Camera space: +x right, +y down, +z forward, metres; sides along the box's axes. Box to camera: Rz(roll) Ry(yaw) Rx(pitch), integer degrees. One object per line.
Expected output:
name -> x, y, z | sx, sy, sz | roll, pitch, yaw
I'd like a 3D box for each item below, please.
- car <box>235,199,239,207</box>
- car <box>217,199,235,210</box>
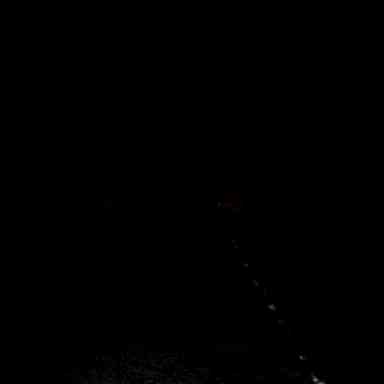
car -> 8.057, 2.151, 65.275 | 2.128, 1.511, 4.902 | 0, -1, 14
car -> 5.198, 1.882, 51.931 | 2.097, 1.767, 4.553 | 0, 0, 10
